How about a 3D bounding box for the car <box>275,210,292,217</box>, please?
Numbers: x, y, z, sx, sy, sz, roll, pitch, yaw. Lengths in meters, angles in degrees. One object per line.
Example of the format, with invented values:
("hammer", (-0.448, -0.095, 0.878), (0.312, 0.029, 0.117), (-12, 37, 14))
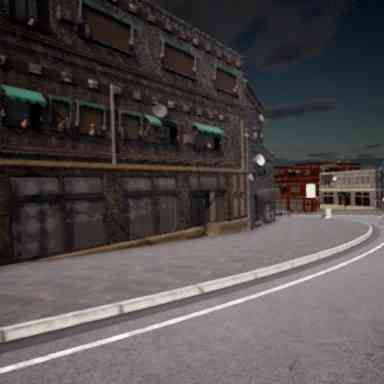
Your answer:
("car", (18.653, 4.460, 68.568), (1.837, 1.490, 4.892), (-2, -3, -20))
